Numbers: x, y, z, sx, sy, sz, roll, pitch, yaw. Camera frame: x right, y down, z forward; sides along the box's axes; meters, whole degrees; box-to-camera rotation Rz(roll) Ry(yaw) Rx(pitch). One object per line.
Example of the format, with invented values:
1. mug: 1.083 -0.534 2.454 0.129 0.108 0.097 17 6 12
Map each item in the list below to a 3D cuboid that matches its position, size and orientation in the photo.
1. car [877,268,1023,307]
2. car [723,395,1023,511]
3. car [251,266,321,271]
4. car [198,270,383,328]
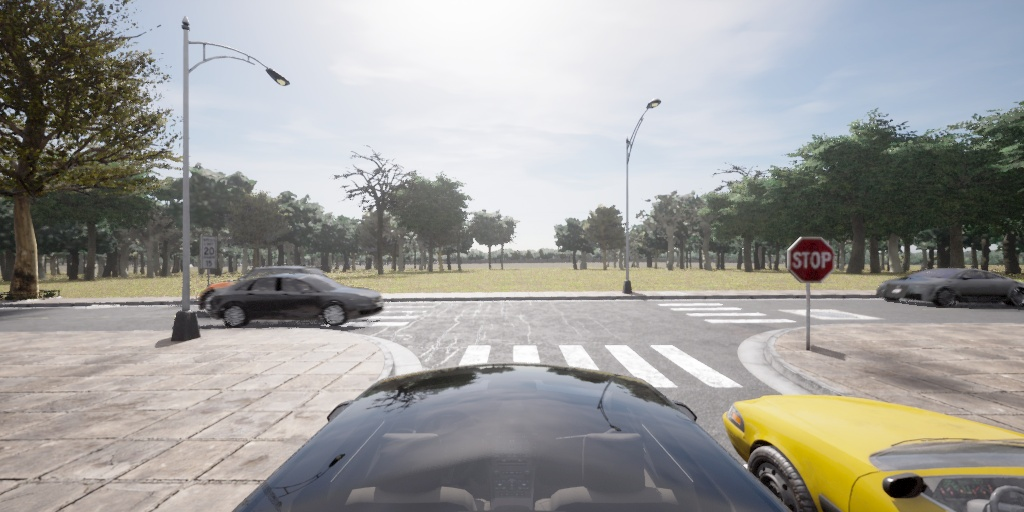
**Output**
1. car: 16.912 1.166 13.880 4.181 1.385 1.994 0 0 1
2. car: 2.634 1.275 1.094 1.751 1.417 4.829 0 0 0
3. car: -9.518 1.198 14.125 4.553 1.767 2.097 -1 0 1
4. car: -6.550 1.310 11.148 4.892 1.490 1.837 -1 0 1
